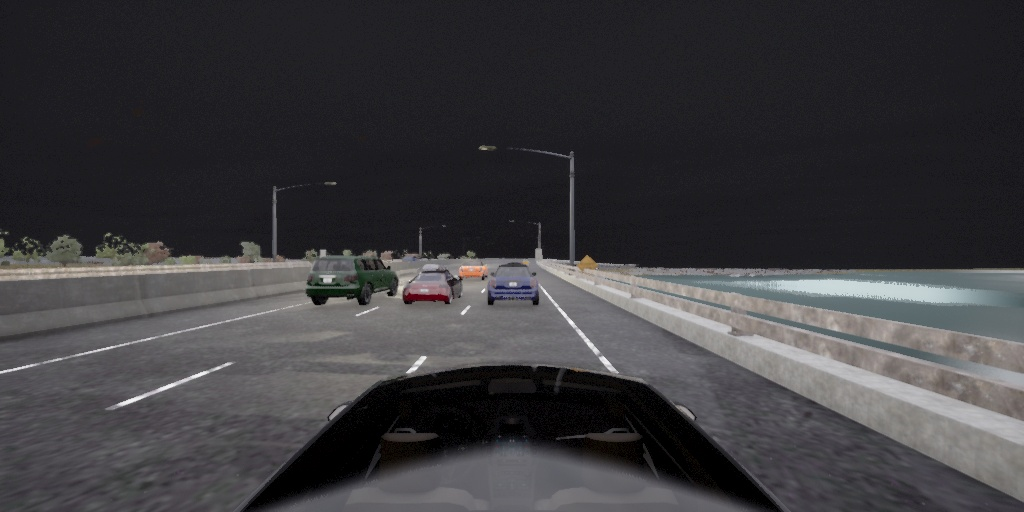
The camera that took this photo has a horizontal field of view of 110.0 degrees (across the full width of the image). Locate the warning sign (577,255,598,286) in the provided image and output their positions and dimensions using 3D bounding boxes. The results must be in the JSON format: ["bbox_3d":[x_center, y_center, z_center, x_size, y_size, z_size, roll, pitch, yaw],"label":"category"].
[{"bbox_3d":[4.674,0.876,22.123,1.300,1.860,1.060,0,0,1],"label":"warning sign"}]

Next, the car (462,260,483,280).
[{"bbox_3d":[-3.247,1.140,31.046,2.097,1.767,4.553,0,0,1],"label":"car"}]

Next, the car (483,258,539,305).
[{"bbox_3d":[0.062,1.123,16.091,2.097,1.767,4.553,0,0,0],"label":"car"}]

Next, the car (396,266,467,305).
[{"bbox_3d":[-3.438,1.330,16.150,1.994,1.385,4.181,0,0,0],"label":"car"}]

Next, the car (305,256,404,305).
[{"bbox_3d":[-6.937,1.016,16.212,2.150,2.045,5.566,0,0,0],"label":"car"}]

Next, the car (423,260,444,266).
[{"bbox_3d":[-6.746,1.338,31.136,2.033,1.411,5.357,0,0,1],"label":"car"}]
